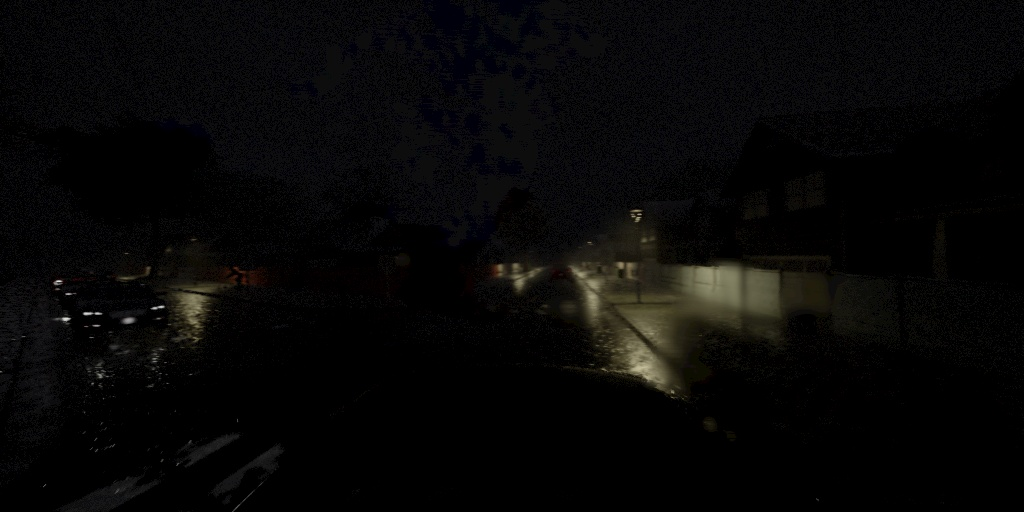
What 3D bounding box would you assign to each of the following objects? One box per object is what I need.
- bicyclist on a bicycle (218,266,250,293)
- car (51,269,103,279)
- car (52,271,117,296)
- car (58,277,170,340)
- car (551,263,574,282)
[{"bbox_3d":[-17.431,1.468,22.494,0.582,1.620,1.656,-1,0,37],"label":"bicyclist on a bicycle"},{"bbox_3d":[-31.743,1.852,26.062,4.553,1.767,2.097,-1,0,37],"label":"car"},{"bbox_3d":[-21.476,1.761,18.216,4.902,1.511,2.128,-1,0,37],"label":"car"},{"bbox_3d":[-12.517,1.561,11.371,4.902,1.511,2.128,-1,0,37],"label":"car"},{"bbox_3d":[4.661,1.567,33.037,1.882,1.535,5.008,-2,-1,8],"label":"car"}]
